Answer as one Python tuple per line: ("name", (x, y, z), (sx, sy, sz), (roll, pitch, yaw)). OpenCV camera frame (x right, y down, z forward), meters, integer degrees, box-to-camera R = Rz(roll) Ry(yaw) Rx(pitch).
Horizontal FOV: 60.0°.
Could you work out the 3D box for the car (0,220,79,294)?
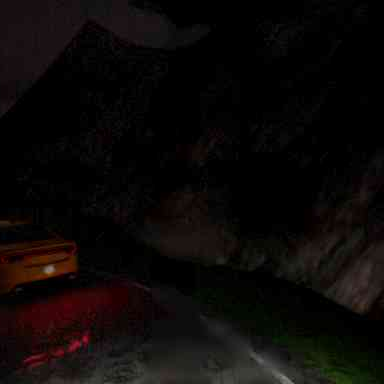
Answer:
("car", (-4.869, 1.448, 8.366), (5.008, 1.535, 1.882), (0, 1, 38))
